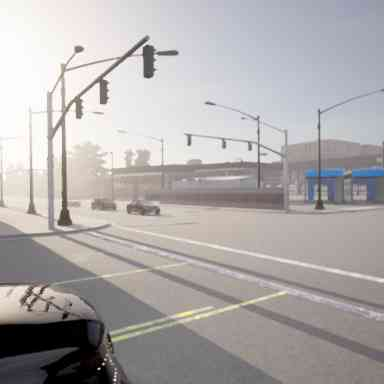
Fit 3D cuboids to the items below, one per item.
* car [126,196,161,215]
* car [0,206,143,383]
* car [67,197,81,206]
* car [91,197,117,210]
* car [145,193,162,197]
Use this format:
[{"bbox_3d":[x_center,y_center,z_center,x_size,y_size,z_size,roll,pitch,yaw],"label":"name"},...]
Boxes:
[{"bbox_3d":[-4.924,1.462,32.818,1.812,1.442,4.674,-1,1,-37],"label":"car"},{"bbox_3d":[-3.064,1.221,1.583,5.566,2.045,2.150,0,0,-35],"label":"car"},{"bbox_3d":[-18.527,1.478,51.060,1.812,1.442,4.674,-1,1,-36],"label":"car"},{"bbox_3d":[-10.913,1.448,40.844,1.837,1.490,4.892,-1,1,-37],"label":"car"},{"bbox_3d":[-8.828,0.959,77.948,4.611,1.667,2.242,-1,0,-35],"label":"car"}]
